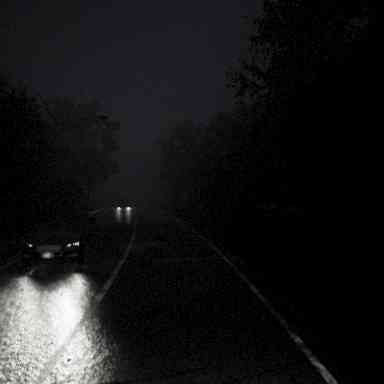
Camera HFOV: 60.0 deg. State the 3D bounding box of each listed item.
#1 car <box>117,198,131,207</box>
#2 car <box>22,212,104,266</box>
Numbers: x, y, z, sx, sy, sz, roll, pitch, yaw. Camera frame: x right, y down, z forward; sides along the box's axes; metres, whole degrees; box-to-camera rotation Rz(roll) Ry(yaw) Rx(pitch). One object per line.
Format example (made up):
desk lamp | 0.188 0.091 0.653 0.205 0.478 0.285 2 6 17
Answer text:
car | -10.887 1.707 53.557 1.837 1.490 4.892 1 -1 -9
car | -4.338 1.518 11.834 2.128 1.511 4.902 1 0 -6
